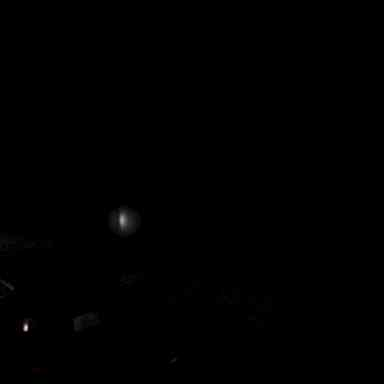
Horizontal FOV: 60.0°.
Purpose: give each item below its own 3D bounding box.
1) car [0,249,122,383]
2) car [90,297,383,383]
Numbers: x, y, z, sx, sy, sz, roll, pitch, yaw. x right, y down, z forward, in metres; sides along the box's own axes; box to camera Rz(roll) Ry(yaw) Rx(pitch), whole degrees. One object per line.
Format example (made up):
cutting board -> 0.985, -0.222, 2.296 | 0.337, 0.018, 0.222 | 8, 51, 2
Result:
car -> -2.951, 1.576, 5.182 | 4.313, 1.339, 1.947 | 0, 0, 36
car -> 1.656, 1.544, 1.895 | 4.507, 1.381, 1.887 | 0, 0, 36
